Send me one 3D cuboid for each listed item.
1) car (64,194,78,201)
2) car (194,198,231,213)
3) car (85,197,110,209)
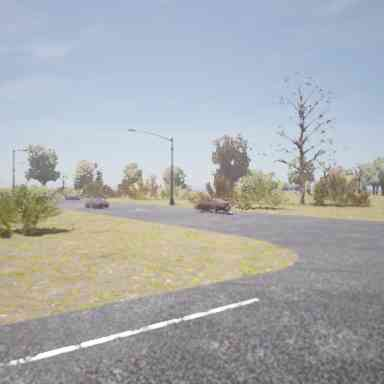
[{"bbox_3d":[-26.749,1.142,73.441,2.033,1.411,5.357,0,0,-36],"label":"car"},{"bbox_3d":[2.104,1.390,34.382,1.812,1.442,4.674,0,0,-36],"label":"car"},{"bbox_3d":[-11.870,1.380,41.523,1.994,1.385,4.181,0,0,-36],"label":"car"}]
